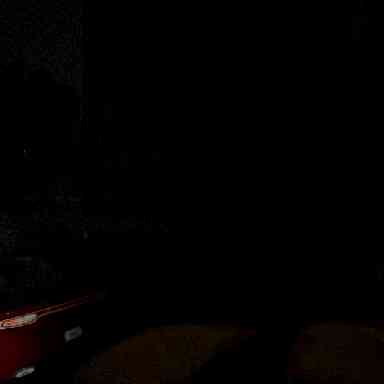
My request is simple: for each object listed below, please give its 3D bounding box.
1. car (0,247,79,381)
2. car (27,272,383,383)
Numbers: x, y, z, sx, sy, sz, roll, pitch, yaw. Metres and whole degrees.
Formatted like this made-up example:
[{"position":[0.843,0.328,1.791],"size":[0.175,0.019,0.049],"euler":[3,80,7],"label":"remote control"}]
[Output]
[{"position":[-3.226,1.546,5.242],"size":[4.507,1.381,1.887],"euler":[0,0,35],"label":"car"},{"position":[1.074,1.525,2.198],"size":[4.829,1.417,1.752],"euler":[0,0,35],"label":"car"}]
